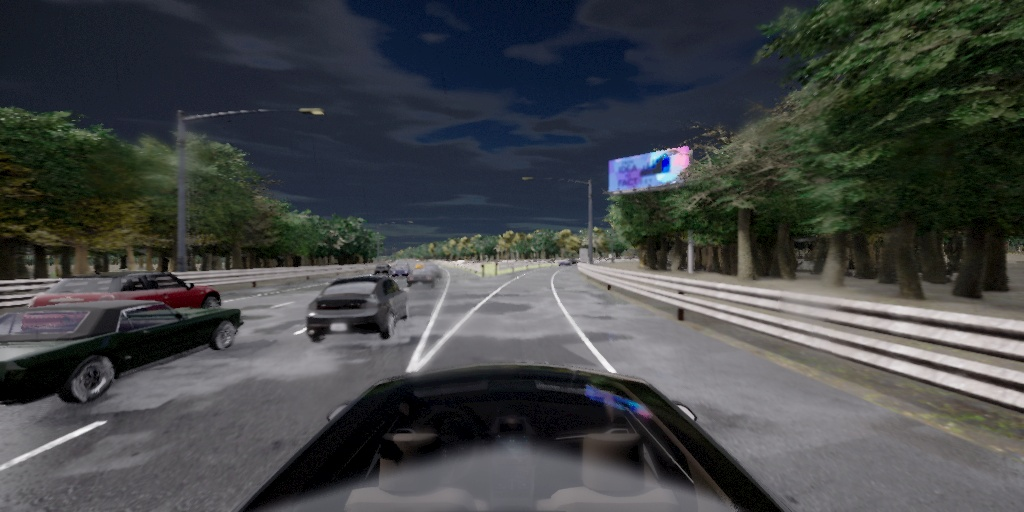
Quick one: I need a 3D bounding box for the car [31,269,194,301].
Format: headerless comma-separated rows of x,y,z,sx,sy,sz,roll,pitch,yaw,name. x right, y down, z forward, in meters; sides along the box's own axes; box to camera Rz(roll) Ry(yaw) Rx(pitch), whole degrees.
-11.187,1.252,10.862,2.097,1.767,4.553,0,0,-8,car

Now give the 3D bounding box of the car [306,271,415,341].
-4.127,1.339,10.249,1.837,1.490,4.892,0,0,-8,car

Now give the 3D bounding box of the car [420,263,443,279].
-8.462,1.700,38.326,1.994,1.385,4.181,0,-1,-10,car

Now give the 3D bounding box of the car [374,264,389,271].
-17.217,1.835,48.209,1.837,1.490,4.892,0,-1,-11,car

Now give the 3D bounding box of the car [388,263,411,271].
-12.214,1.790,40.160,1.895,1.301,4.718,0,-1,-10,car

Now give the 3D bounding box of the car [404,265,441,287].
-6.539,1.596,26.571,1.895,1.301,4.718,0,-1,-9,car

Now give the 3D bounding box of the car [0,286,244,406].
-6.985,1.429,6.278,1.895,1.301,4.718,0,0,-8,car
